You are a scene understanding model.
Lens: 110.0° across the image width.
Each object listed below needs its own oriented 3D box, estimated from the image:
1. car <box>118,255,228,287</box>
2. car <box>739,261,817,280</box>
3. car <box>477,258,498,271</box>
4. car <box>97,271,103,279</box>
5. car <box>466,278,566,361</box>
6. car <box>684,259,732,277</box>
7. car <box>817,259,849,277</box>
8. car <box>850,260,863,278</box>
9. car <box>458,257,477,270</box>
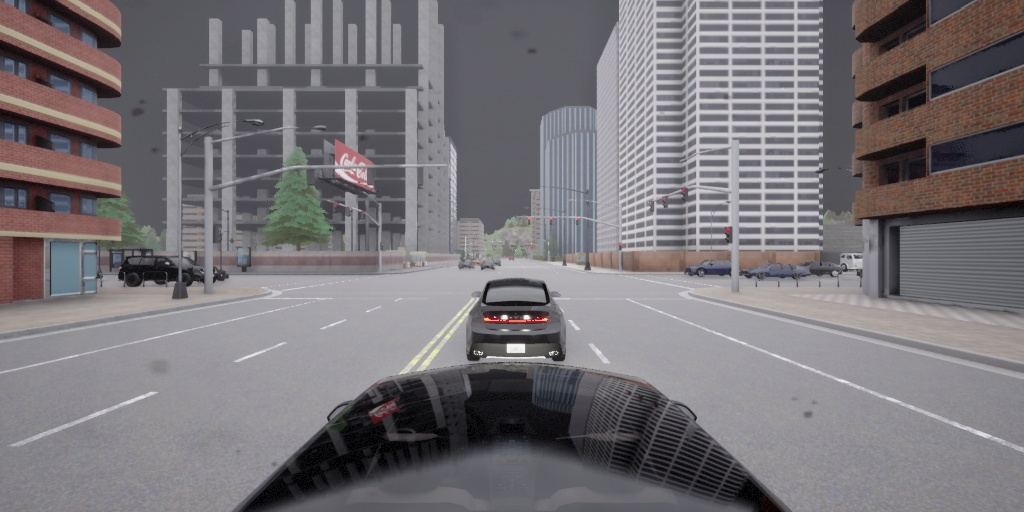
[{"bbox_3d":[-22.815,0.972,23.988,5.566,2.045,2.150,0,0,0],"label":"car"},{"bbox_3d":[22.803,1.297,31.215,5.357,1.411,2.033,0,0,0],"label":"car"},{"bbox_3d":[-3.362,1.253,50.493,1.837,1.490,4.892,0,1,0],"label":"car"},{"bbox_3d":[-34.879,1.297,27.483,5.357,1.411,2.033,0,0,0],"label":"car"},{"bbox_3d":[0.093,1.255,8.247,1.837,1.490,4.892,0,0,1],"label":"car"},{"bbox_3d":[19.212,1.102,34.713,4.553,1.767,2.097,0,0,0],"label":"car"},{"bbox_3d":[29.062,1.255,34.709,4.892,1.490,1.837,0,0,0],"label":"car"},{"bbox_3d":[32.715,1.314,31.206,4.181,1.385,1.994,0,0,0],"label":"car"},{"bbox_3d":[-6.843,1.254,53.808,1.837,1.490,4.892,0,0,0],"label":"car"}]
